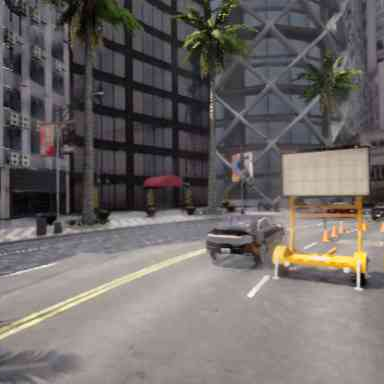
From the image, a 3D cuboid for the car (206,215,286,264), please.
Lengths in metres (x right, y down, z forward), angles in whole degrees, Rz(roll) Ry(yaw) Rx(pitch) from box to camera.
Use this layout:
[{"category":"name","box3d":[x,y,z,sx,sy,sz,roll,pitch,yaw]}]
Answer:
[{"category":"car","box3d":[2.193,1.619,12.517,2.128,1.511,4.902,-1,-1,28]}]

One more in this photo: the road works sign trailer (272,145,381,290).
[{"category":"road works sign trailer","box3d":[3.834,0.536,9.567,2.380,3.560,2.880,-1,-1,34]}]

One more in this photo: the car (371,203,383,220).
[{"category":"car","box3d":[17.082,1.639,28.066,4.892,1.490,1.837,0,-1,-32]}]

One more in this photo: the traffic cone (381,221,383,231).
[{"category":"traffic cone","box3d":[11.538,2.060,20.046,0.340,0.580,0.340,-1,-1,34]}]

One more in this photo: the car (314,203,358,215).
[{"category":"car","box3d":[15.178,1.845,35.176,4.718,1.301,1.895,0,-1,-27]}]
